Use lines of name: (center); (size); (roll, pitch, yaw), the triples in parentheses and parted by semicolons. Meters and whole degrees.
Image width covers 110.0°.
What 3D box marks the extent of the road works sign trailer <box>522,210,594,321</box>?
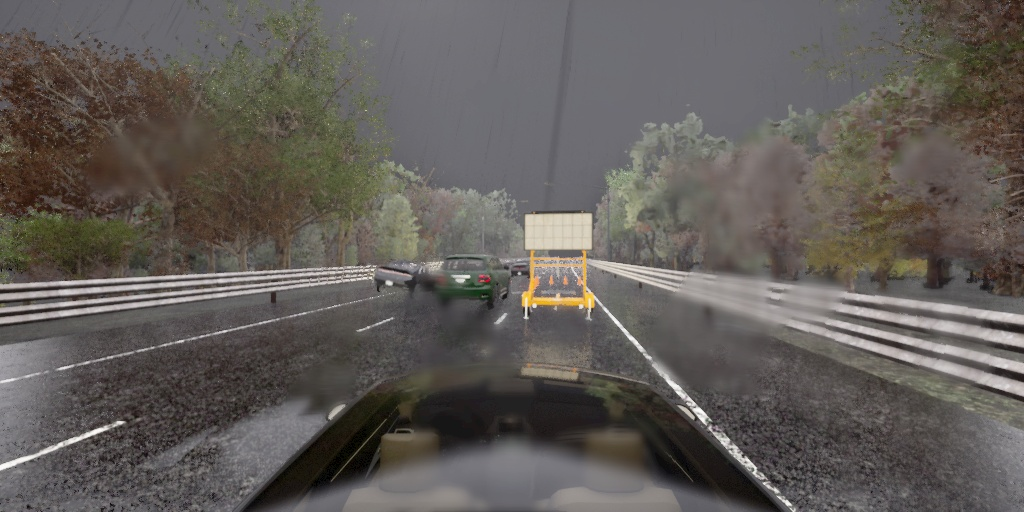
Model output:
road works sign trailer: (1.630, 0.216, 12.664); (2.380, 3.560, 2.880); (0, 0, 8)

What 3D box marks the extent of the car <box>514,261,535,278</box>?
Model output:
car: (0.981, 1.250, 33.580); (1.837, 1.490, 4.892); (0, 0, 8)

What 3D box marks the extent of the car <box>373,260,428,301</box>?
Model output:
car: (-4.609, 1.027, 16.850); (2.128, 1.511, 4.902); (11, -2, 7)

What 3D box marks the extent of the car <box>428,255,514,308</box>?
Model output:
car: (-1.438, 0.972, 15.339); (2.150, 2.045, 5.566); (0, 0, 8)
